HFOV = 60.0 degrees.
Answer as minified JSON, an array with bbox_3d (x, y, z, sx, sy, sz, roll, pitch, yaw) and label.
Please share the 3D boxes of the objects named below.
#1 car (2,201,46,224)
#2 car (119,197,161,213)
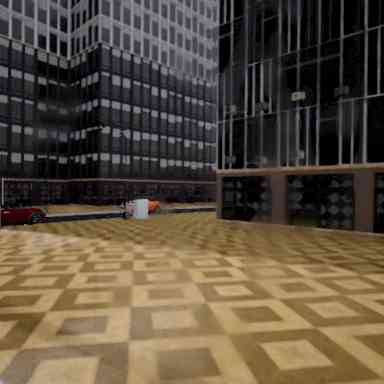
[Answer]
[{"bbox_3d":[-12.240,1.353,22.313,2.097,1.767,4.553,1,1,39],"label":"car"},{"bbox_3d":[-5.472,1.294,35.044,2.097,1.767,4.553,1,1,42],"label":"car"}]
